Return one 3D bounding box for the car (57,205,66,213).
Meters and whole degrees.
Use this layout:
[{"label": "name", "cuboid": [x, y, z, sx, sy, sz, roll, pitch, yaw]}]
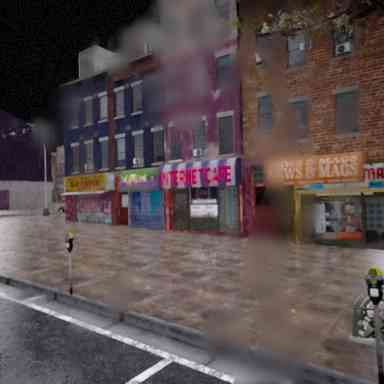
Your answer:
[{"label": "car", "cuboid": [-12.351, 1.631, 37.480, 2.033, 1.411, 5.357, -2, -1, 36]}]
